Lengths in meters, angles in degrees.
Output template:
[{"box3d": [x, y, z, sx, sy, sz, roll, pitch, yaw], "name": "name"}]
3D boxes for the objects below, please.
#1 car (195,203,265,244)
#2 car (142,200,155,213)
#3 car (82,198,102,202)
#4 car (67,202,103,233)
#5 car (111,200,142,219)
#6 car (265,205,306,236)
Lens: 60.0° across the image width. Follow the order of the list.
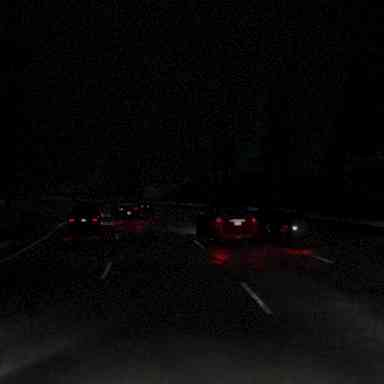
[{"box3d": [1.538, 1.363, 16.207, 2.097, 1.767, 4.553, 0, 0, -11], "name": "car"}, {"box3d": [-5.828, 1.574, 37.573, 2.033, 1.411, 5.357, 0, 0, -27], "name": "car"}, {"box3d": [-12.922, 1.509, 42.839, 1.882, 1.535, 5.008, 0, 0, -32], "name": "car"}, {"box3d": [-6.465, 1.562, 20.091, 2.033, 1.411, 5.357, 0, 0, -16], "name": "car"}, {"box3d": [-5.980, 1.546, 29.240, 1.812, 1.442, 4.674, 0, 0, -21], "name": "car"}, {"box3d": [4.561, 1.517, 18.792, 1.837, 1.490, 4.892, 0, 0, -12], "name": "car"}]
